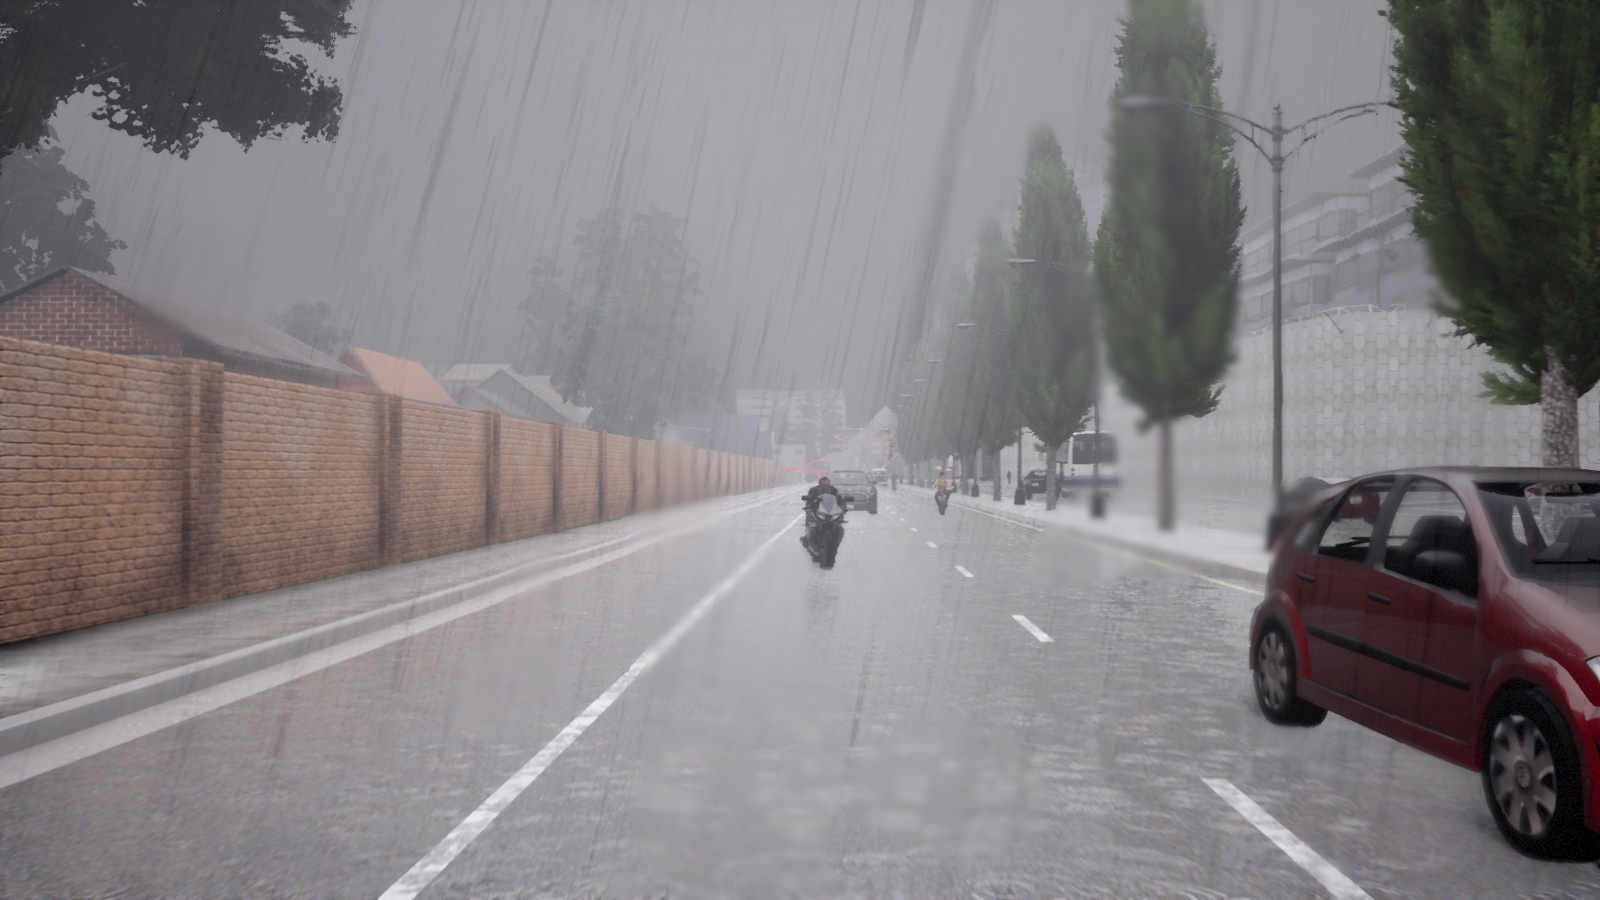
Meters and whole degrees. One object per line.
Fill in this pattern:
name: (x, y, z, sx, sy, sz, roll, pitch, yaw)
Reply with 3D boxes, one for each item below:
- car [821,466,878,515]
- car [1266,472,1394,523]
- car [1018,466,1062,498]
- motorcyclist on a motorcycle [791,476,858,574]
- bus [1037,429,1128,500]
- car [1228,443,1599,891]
car: (1.869, 1.528, 48.250, 2.097, 1.767, 4.553, 0, -1, 1)
car: (16.577, 1.441, 39.565, 2.163, 1.488, 4.792, 0, -1, 2)
car: (14.395, 1.923, 75.619, 1.932, 1.855, 4.605, 0, -1, 2)
motorcyclist on a motorcycle: (0.387, 1.226, 21.090, 0.866, 1.530, 2.191, 1, -1, -5)
bus: (17.965, 0.807, 80.728, 3.944, 4.253, 10.273, -1, 1, 3)
car: (3.807, 0.814, 6.425, 1.851, 1.617, 3.988, 0, -1, 0)
